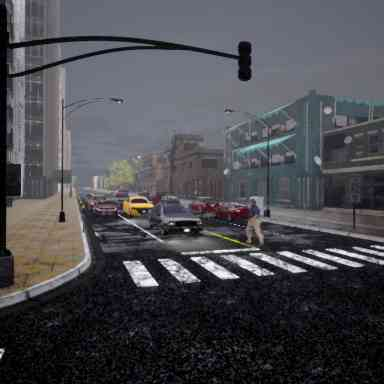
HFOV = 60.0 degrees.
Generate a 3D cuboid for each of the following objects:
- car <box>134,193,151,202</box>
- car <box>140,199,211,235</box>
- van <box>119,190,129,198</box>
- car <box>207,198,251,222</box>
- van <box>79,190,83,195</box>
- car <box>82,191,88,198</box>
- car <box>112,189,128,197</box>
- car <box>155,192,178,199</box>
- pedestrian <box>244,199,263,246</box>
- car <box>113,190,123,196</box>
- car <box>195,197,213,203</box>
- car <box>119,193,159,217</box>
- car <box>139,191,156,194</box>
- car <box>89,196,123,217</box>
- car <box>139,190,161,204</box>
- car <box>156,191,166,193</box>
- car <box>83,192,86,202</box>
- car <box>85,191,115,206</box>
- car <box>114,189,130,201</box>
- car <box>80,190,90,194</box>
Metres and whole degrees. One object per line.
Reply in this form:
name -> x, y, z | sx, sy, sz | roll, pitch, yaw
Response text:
car -> -8.285, 0.850, 55.268 | 1.752, 1.417, 4.829 | 1, 0, -20
car -> -1.115, 1.329, 17.694 | 2.033, 1.411, 5.357 | 0, 1, -20
van -> -15.639, 0.360, 76.014 | 1.690, 1.788, 3.998 | 1, 0, -20
car -> 2.893, 1.338, 23.742 | 1.802, 1.307, 4.206 | 1, 0, -20
van -> -21.683, 0.397, 67.985 | 1.690, 1.788, 3.998 | 1, 0, -20
car -> -14.274, 0.942, 47.079 | 1.802, 1.307, 4.206 | 1, 0, -20
car -> -7.666, 0.888, 36.207 | 2.097, 1.767, 4.553 | 0, 1, -19
car -> -2.668, 1.098, 39.425 | 2.008, 1.369, 4.403 | 1, 0, -20
pedestrian -> 2.364, 1.155, 12.826 | 0.375, 1.860, 0.375 | 1, 0, -20
car -> -19.348, 0.301, 86.468 | 1.967, 1.590, 4.097 | 1, 0, -20
car -> 1.041, 1.128, 28.971 | 1.967, 1.590, 4.097 | 1, 0, -20
car -> -4.378, 1.138, 26.923 | 1.882, 1.535, 5.008 | 0, 1, -20
car -> -6.483, 0.833, 42.407 | 2.097, 1.767, 4.553 | 0, 1, -20
car -> -6.860, 1.228, 26.170 | 1.802, 1.307, 4.206 | 1, 0, -20
car -> -6.370, 0.717, 49.879 | 2.192, 1.841, 5.009 | 1, 0, -20
car -> -4.516, 0.790, 44.650 | 2.192, 1.841, 5.009 | 1, 0, -20
car -> -12.420, 1.015, 41.849 | 1.802, 1.307, 4.206 | 1, 0, -20
car -> -8.710, 1.016, 31.395 | 1.967, 1.590, 4.097 | 1, 0, -20
car -> -12.746, 0.452, 60.066 | 2.150, 2.045, 5.566 | 0, 1, -20
car -> -16.127, 0.831, 52.305 | 1.887, 1.381, 4.507 | 1, 0, -20
